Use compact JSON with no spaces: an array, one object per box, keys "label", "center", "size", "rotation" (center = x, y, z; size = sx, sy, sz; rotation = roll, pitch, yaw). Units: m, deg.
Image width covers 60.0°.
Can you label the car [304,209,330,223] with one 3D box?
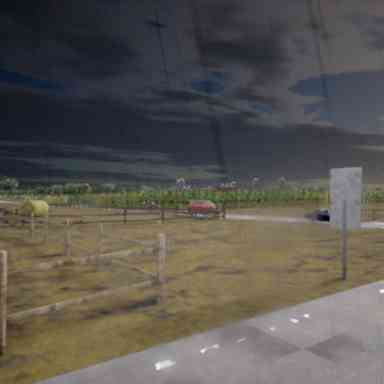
[{"label":"car","center":[12.722,2.185,30.151],"size":[1.895,1.301,4.718],"rotation":[1,-1,-36]}]

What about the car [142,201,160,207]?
[{"label":"car","center":[-7.311,2.222,58.118],"size":[2.097,1.767,4.553],"rotation":[1,-2,-36]}]

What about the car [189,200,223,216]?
[{"label":"car","center":[1.772,2.166,45.352],"size":[2.150,2.045,5.566],"rotation":[1,-1,-36]}]
